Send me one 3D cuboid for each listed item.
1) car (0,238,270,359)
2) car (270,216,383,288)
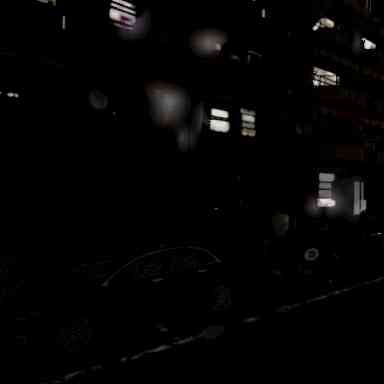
[{"bbox_3d":[-0.944,1.549,5.881,4.403,1.369,2.008,0,0,-36],"label":"car"},{"bbox_3d":[3.687,1.432,9.189,4.097,1.590,1.967,0,0,-36],"label":"car"}]
